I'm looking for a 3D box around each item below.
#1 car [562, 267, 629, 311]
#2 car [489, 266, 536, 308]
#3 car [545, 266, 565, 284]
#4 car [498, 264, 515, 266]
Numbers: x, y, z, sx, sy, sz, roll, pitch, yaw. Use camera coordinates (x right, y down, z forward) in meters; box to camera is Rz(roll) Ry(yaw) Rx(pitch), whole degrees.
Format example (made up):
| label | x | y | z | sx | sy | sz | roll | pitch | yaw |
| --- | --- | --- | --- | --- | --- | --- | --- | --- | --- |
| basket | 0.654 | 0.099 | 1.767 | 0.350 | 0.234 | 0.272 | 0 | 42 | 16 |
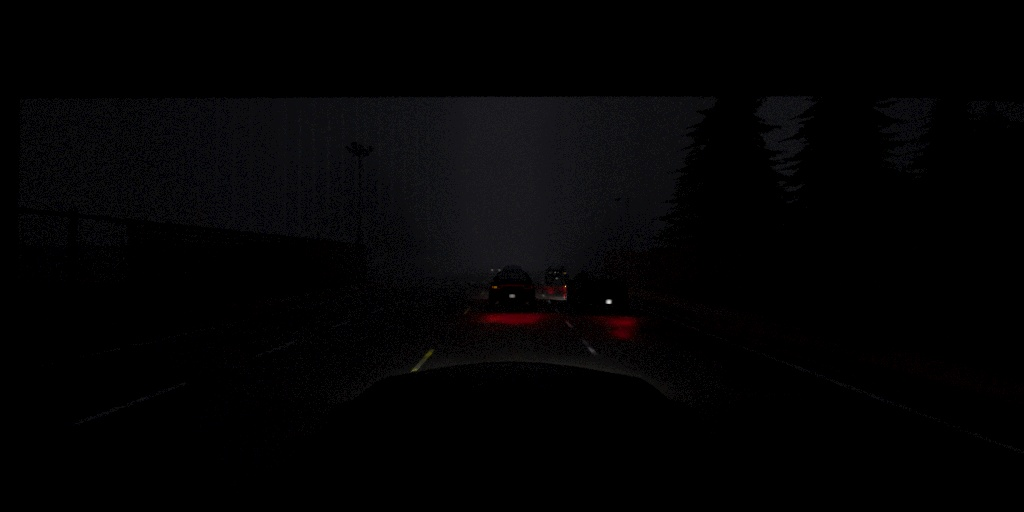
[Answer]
| label | x | y | z | sx | sy | sz | roll | pitch | yaw |
| --- | --- | --- | --- | --- | --- | --- | --- | --- | --- |
| car | 3.520 | 1.408 | 15.381 | 1.837 | 1.490 | 4.892 | 0 | 0 | 0 |
| car | 0.027 | 1.386 | 16.095 | 1.882 | 1.535 | 5.008 | 0 | 0 | 0 |
| car | 3.846 | 1.559 | 30.326 | 2.128 | 1.511 | 4.902 | 0 | -1 | 8 |
| car | 0.030 | 1.551 | 31.127 | 1.882 | 1.535 | 5.008 | 0 | 0 | 0 |
